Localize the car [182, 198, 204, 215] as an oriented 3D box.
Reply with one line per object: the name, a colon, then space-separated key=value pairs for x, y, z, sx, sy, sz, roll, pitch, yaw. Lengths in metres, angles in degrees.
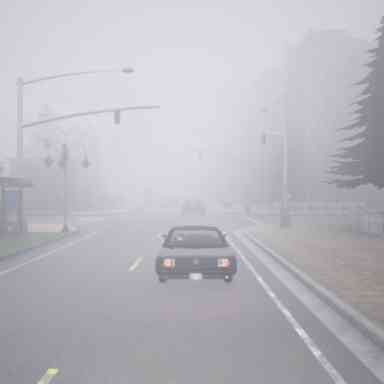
car: x=0.101 y=1.361 z=33.441 sx=2.097 sy=1.767 sz=4.553 roll=0 pitch=0 yaw=0

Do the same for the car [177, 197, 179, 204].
car: x=-3.507 y=1.615 z=64.596 sx=1.895 sy=1.301 sz=4.718 roll=0 pitch=0 yaw=1

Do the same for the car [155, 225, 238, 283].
car: x=0.071 y=1.603 z=9.654 sx=1.895 sy=1.301 sz=4.718 roll=0 pitch=0 yaw=-1

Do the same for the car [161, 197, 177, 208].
car: x=-3.570 y=1.537 z=49.295 sx=1.812 sy=1.442 sz=4.674 roll=0 pitch=0 yaw=0
